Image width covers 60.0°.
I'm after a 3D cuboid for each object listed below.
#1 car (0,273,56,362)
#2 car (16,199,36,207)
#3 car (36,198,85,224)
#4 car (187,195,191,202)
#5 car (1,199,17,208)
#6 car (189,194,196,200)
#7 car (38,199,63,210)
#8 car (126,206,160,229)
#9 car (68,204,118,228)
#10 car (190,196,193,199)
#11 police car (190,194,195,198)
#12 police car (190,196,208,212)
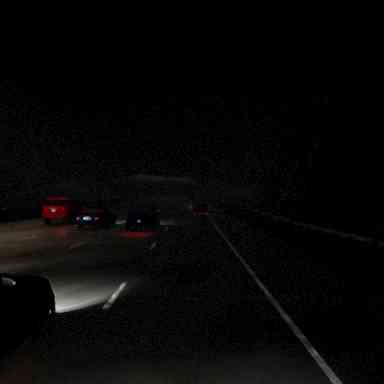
[{"bbox_3d":[-3.399,1.625,4.226,1.994,1.385,4.181,0,-1,0],"label":"car"},{"bbox_3d":[-24.525,1.833,51.820,2.033,1.411,5.357,0,0,1],"label":"car"},{"bbox_3d":[-10.382,1.496,27.640,2.150,2.045,5.566,0,0,0],"label":"car"},{"bbox_3d":[0.017,1.389,76.271,2.097,1.767,4.553,0,0,0],"label":"car"},{"bbox_3d":[-28.036,1.847,52.153,1.994,1.385,4.181,0,0,1],"label":"car"},{"bbox_3d":[0.020,1.450,91.350,1.837,1.490,4.892,0,0,0],"label":"car"},{"bbox_3d":[-21.077,1.819,49.836,1.812,1.442,4.674,0,0,0],"label":"car"},{"bbox_3d":[-3.395,1.731,23.735,1.882,1.535,5.008,0,0,0],"label":"car"},{"bbox_3d":[-6.895,1.805,24.426,2.033,1.411,5.357,0,0,0],"label":"car"},{"bbox_3d":[1.061,1.804,53.463,1.812,1.442,4.674,0,0,0],"label":"car"},{"bbox_3d":[1.062,1.673,59.579,1.930,1.638,5.238,0,0,0],"label":"police car"},{"bbox_3d":[1.059,1.730,43.563,1.930,1.638,5.238,0,0,0],"label":"police car"}]
